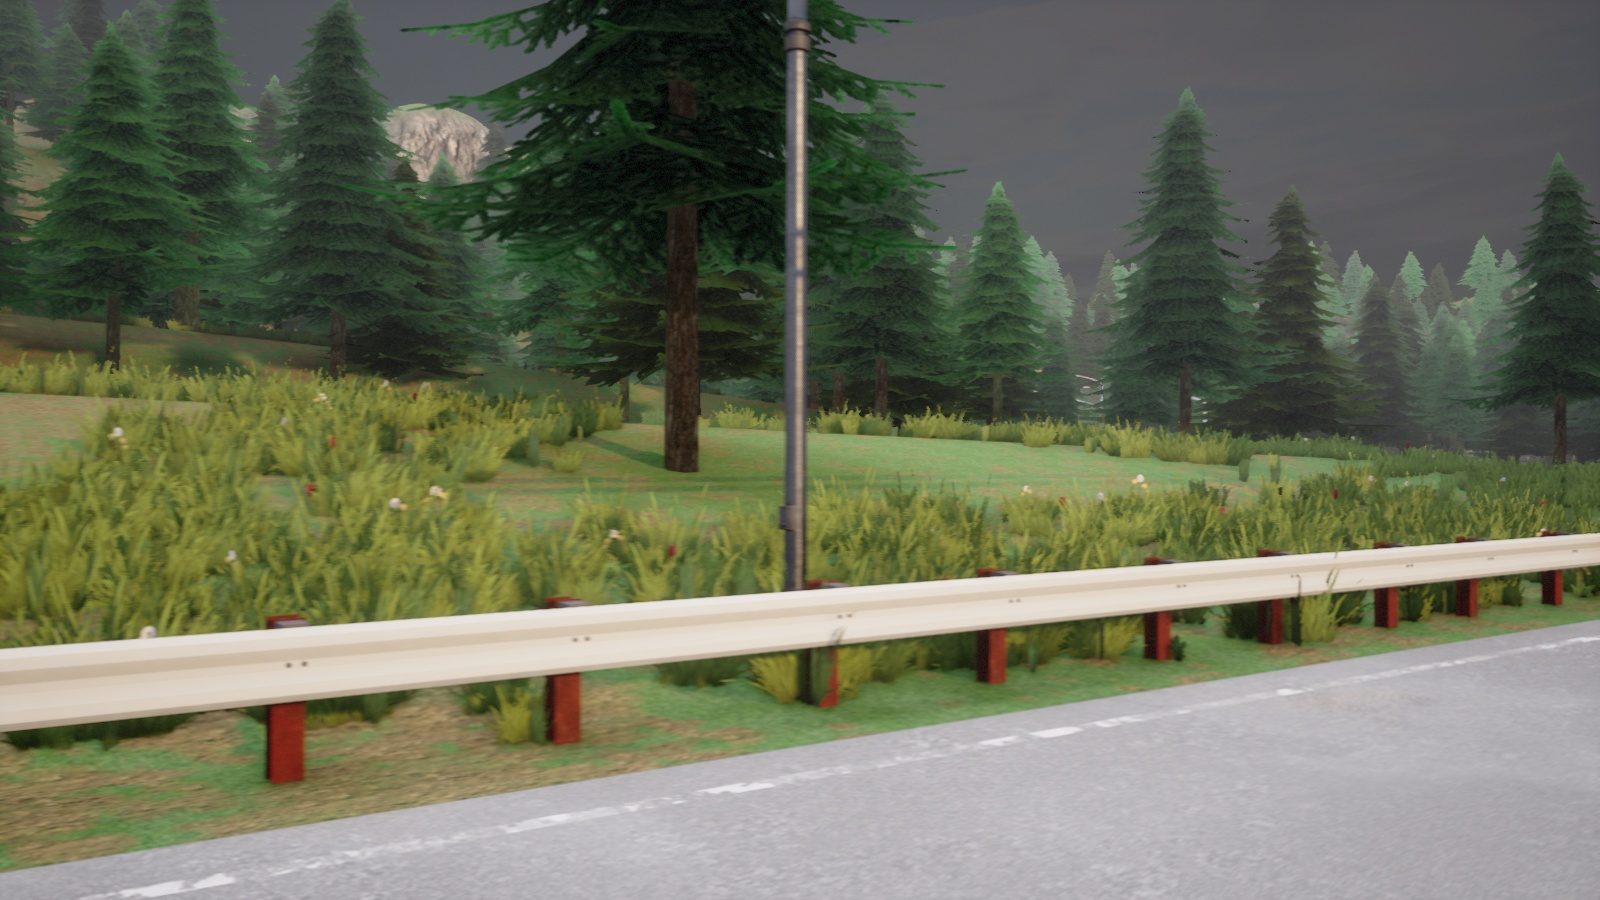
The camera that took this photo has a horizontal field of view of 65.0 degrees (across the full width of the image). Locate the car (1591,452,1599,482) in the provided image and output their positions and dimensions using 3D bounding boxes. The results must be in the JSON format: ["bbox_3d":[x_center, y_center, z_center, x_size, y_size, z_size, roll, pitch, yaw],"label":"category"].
[{"bbox_3d":[42.272,0.849,62.109,2.128,1.511,4.902,0,0,-36],"label":"car"}]
